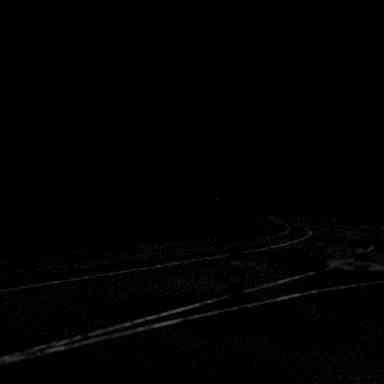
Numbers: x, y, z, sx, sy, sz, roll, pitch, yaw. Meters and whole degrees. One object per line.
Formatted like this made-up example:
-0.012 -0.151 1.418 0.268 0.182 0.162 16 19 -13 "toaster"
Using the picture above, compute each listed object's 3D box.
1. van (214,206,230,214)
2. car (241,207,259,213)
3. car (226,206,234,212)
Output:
7.952 4.787 87.642 1.878 1.987 4.442 2 -5 -31 "van"
13.762 4.372 78.180 2.002 1.452 4.674 4 -6 -31 "car"
10.881 4.698 82.849 2.163 1.488 4.792 2 -5 -31 "car"
